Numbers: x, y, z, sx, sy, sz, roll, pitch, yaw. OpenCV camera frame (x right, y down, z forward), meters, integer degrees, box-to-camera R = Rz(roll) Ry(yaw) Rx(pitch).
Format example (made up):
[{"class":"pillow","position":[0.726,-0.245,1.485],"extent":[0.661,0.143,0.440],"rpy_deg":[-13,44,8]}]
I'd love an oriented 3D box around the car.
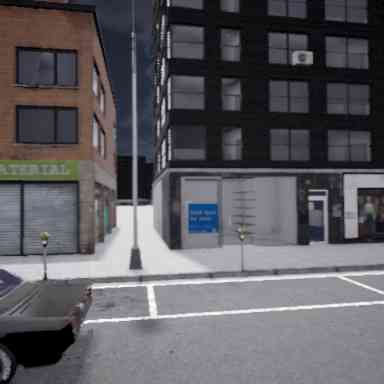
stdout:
[{"class":"car","position":[-3.887,1.758,4.510],"extent":[4.718,1.301,1.895],"rpy_deg":[0,-1,-9]}]
